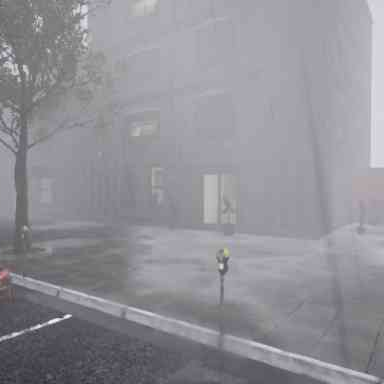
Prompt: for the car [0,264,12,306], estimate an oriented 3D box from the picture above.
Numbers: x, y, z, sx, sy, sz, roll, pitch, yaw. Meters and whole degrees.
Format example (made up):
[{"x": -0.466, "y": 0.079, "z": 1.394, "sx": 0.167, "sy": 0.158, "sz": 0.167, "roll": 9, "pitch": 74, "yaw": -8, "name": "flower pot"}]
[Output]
[{"x": -5.165, "y": 1.578, "z": 6.547, "sx": 4.206, "sy": 1.307, "sz": 1.802, "roll": 0, "pitch": 1, "yaw": 35, "name": "car"}]
